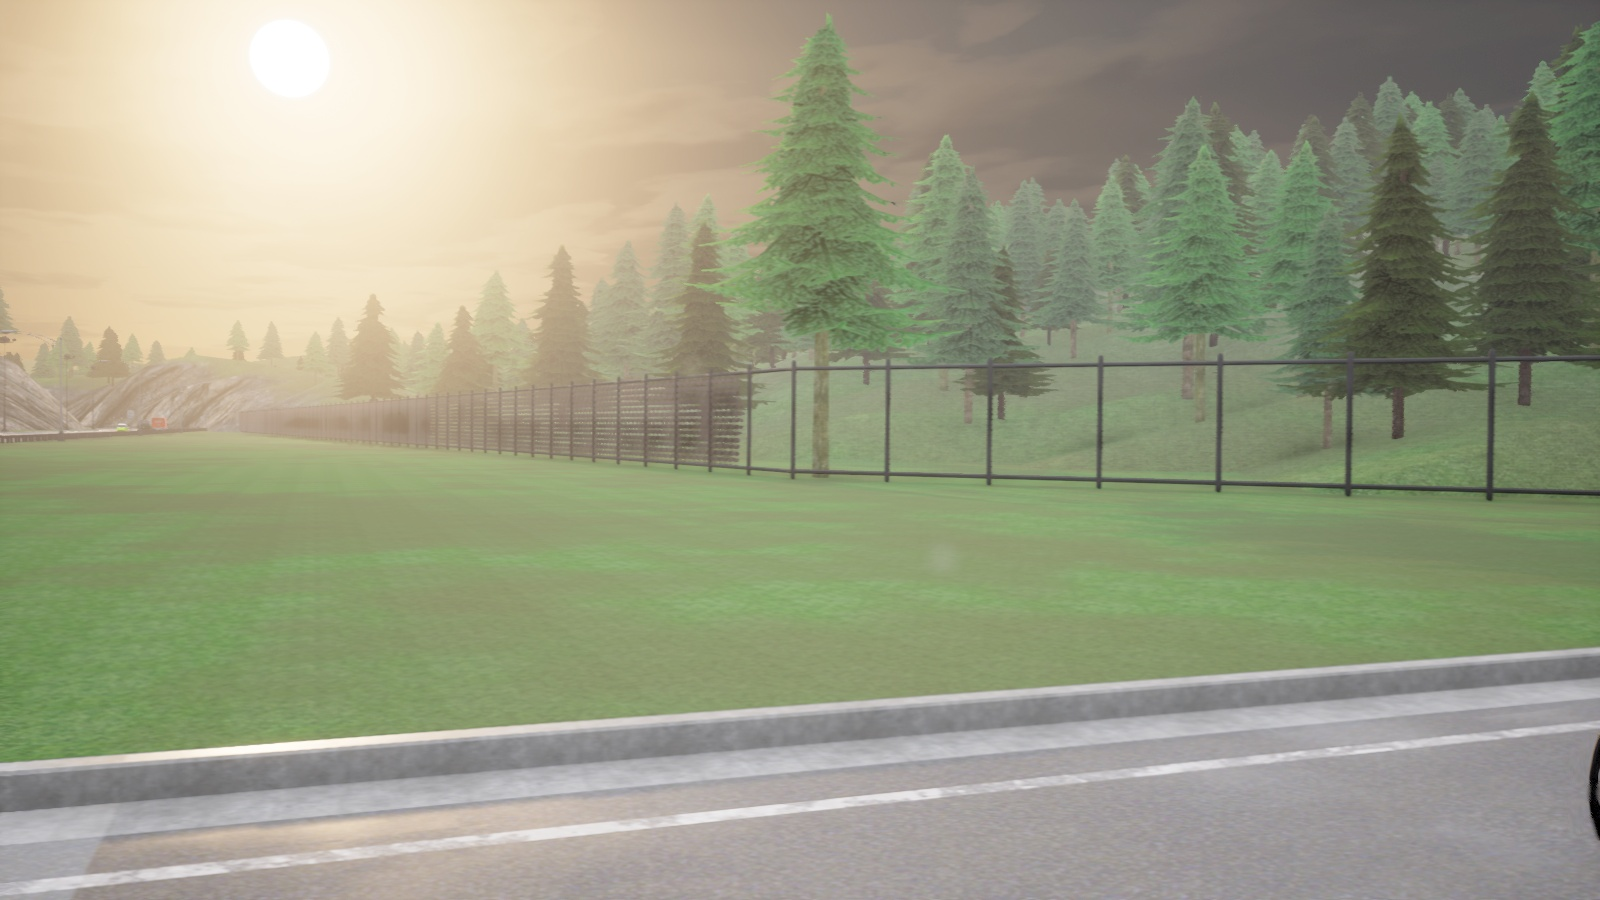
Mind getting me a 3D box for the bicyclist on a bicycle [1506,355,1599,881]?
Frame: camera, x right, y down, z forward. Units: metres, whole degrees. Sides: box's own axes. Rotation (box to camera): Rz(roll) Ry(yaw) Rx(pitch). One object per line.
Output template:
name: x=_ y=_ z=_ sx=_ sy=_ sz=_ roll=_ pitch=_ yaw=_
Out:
bicyclist on a bicycle: x=3.546 y=0.556 z=4.584 sx=1.843 sy=1.776 sz=0.659 roll=-1 pitch=1 yaw=-21
